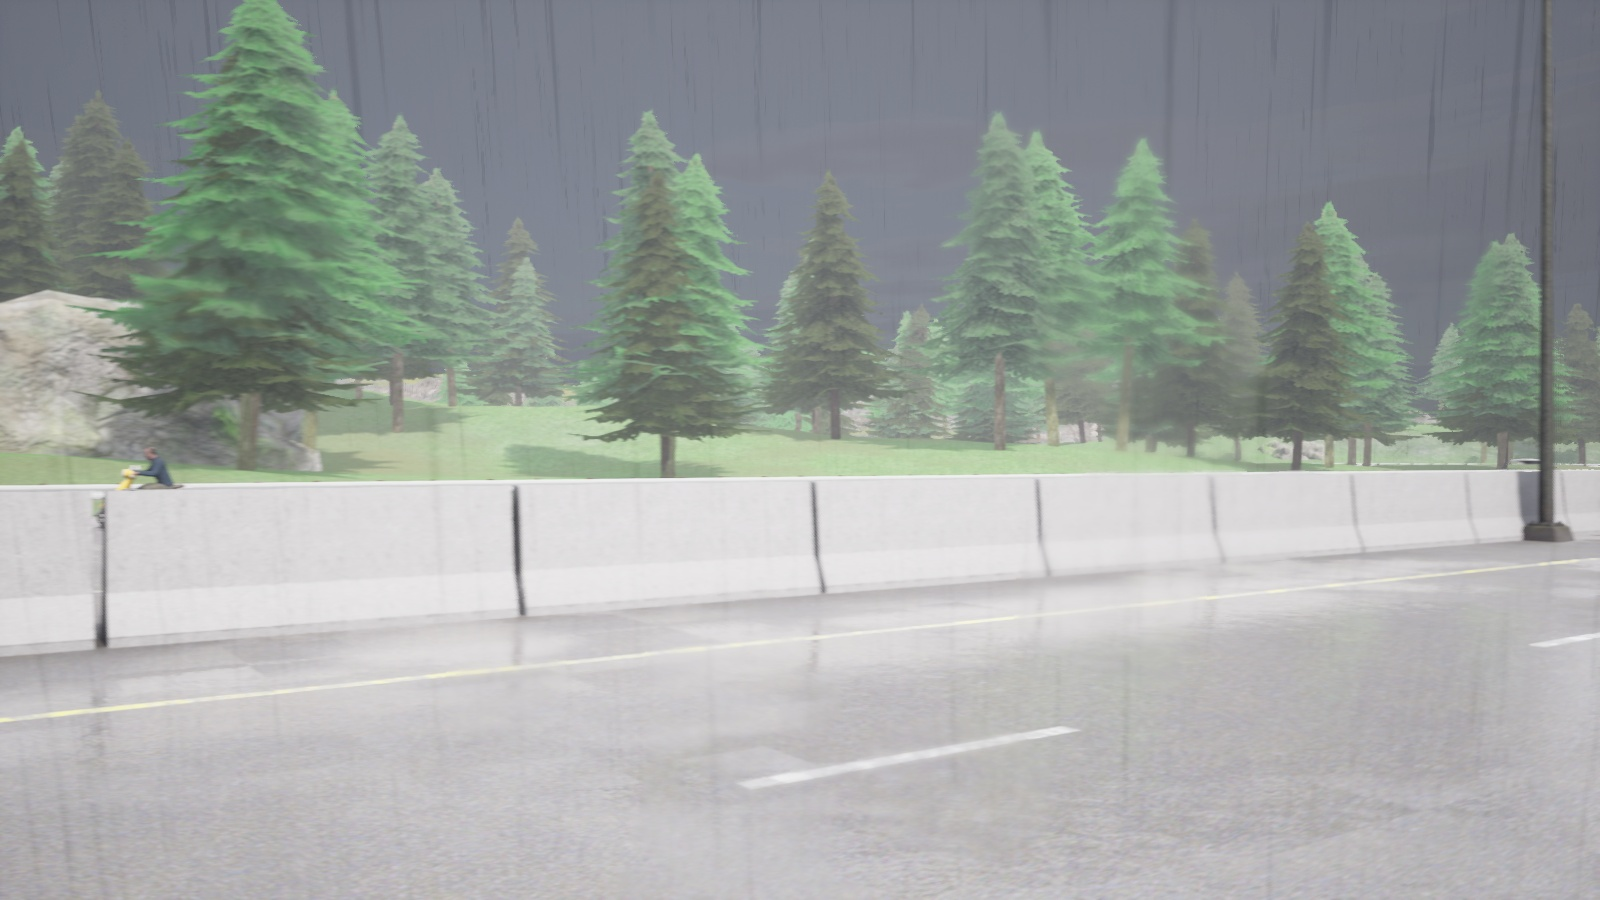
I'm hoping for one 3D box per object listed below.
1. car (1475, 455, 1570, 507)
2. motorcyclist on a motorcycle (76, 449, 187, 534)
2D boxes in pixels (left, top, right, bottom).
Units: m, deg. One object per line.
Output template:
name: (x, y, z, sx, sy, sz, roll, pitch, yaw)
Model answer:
car: (19.879, 0.844, 34.552, 2.207, 1.376, 1.481, 0, 0, -35)
motorcyclist on a motorcycle: (-13.013, 0.786, 24.452, 1.817, 1.590, 0.866, 0, 0, -35)
